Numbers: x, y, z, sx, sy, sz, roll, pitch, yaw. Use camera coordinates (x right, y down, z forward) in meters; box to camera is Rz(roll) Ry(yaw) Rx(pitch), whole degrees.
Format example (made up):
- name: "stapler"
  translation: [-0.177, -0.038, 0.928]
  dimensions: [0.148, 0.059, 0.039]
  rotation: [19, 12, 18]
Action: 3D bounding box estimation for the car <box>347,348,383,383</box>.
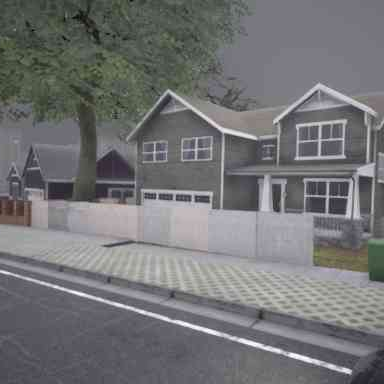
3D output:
- name: "car"
  translation: [3.188, 1.507, 1.291]
  dimensions: [4.892, 1.490, 1.837]
  rotation: [0, 0, 35]
